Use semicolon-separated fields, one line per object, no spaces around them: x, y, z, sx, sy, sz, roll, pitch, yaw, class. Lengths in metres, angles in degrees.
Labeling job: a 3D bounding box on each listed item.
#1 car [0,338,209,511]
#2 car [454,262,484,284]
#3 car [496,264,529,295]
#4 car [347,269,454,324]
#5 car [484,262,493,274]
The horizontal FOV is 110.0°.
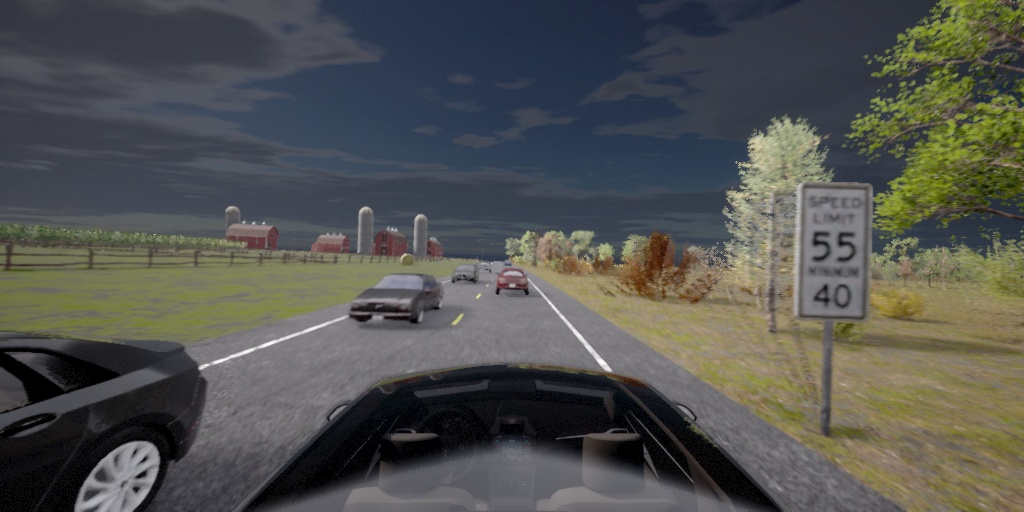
-3.570;1.142;1.085;1.837;1.490;4.892;2;0;0;car
-3.577;1.383;28.390;1.837;1.490;4.892;2;-1;0;car
0.021;1.450;21.619;1.812;1.442;4.674;2;-1;0;car
-3.557;1.280;12.194;2.033;1.411;5.357;2;0;0;car
-3.695;1.500;48.732;1.812;1.442;4.674;2;-1;-1;car
